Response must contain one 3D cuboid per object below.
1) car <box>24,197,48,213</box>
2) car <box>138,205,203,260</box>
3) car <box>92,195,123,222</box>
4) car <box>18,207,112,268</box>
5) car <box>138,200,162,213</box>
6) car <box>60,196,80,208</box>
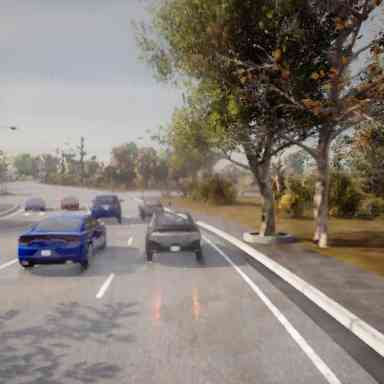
[{"bbox_3d":[-16.949,1.343,36.223,1.812,1.442,4.674,-1,2,-18],"label":"car"},{"bbox_3d":[-0.746,1.477,12.366,2.128,1.511,4.902,0,0,-6],"label":"car"},{"bbox_3d":[-6.613,1.205,26.053,2.150,2.045,5.566,-1,1,-13],"label":"car"},{"bbox_3d":[-4.162,1.493,11.430,1.882,1.535,5.008,0,0,-5],"label":"car"},{"bbox_3d":[-3.422,1.405,27.758,2.128,1.511,4.902,-1,1,-13],"label":"car"},{"bbox_3d":[-13.542,1.231,37.049,1.882,1.535,5.008,-1,2,-18],"label":"car"}]
